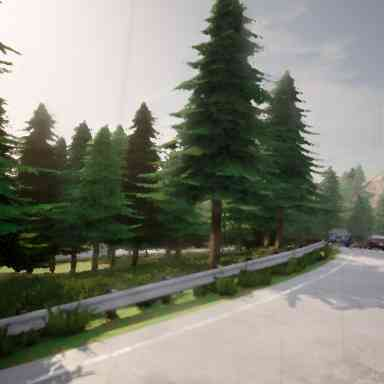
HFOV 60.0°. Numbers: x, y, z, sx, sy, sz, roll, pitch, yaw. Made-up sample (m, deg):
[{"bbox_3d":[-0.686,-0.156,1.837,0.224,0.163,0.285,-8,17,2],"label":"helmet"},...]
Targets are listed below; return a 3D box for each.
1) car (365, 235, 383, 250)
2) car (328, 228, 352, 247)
[{"bbox_3d":[18.241,4.954,32.711,1.812,1.442,4.674,2,-8,21],"label":"car"},{"bbox_3d":[16.824,5.157,37.854,2.150,2.045,5.566,1,-8,27],"label":"car"}]
